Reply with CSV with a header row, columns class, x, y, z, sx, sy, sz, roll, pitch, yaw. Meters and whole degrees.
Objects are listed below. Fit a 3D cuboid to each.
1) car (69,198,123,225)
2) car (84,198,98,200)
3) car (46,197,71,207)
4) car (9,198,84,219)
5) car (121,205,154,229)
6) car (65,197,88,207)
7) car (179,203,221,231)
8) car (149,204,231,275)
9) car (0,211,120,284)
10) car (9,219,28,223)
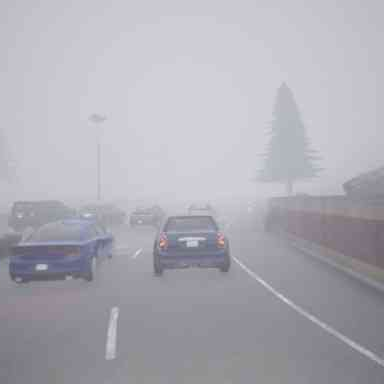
class,x,y,z,sx,sy,sz,roll,pitch,yaw
car,-6.270,1.591,23.363,2.097,1.767,4.553,-1,0,10
car,-17.700,1.782,60.676,2.033,1.411,5.357,-1,1,10
car,-24.657,1.874,61.470,1.882,1.535,5.008,-1,1,10
car,-9.940,1.545,22.776,2.150,2.045,5.566,-1,0,10
car,-2.782,1.653,23.013,2.128,1.511,4.902,-1,0,10
car,-21.183,1.819,61.085,1.837,1.490,4.892,-1,1,10
car,0.691,1.575,22.571,2.128,1.511,4.902,-1,0,10
car,-0.129,1.397,10.835,2.097,1.767,4.553,-1,0,-4
car,-3.600,1.589,10.066,1.882,1.535,5.008,-1,0,-4
car,-7.109,1.785,10.356,1.895,1.301,4.718,-1,0,-3
